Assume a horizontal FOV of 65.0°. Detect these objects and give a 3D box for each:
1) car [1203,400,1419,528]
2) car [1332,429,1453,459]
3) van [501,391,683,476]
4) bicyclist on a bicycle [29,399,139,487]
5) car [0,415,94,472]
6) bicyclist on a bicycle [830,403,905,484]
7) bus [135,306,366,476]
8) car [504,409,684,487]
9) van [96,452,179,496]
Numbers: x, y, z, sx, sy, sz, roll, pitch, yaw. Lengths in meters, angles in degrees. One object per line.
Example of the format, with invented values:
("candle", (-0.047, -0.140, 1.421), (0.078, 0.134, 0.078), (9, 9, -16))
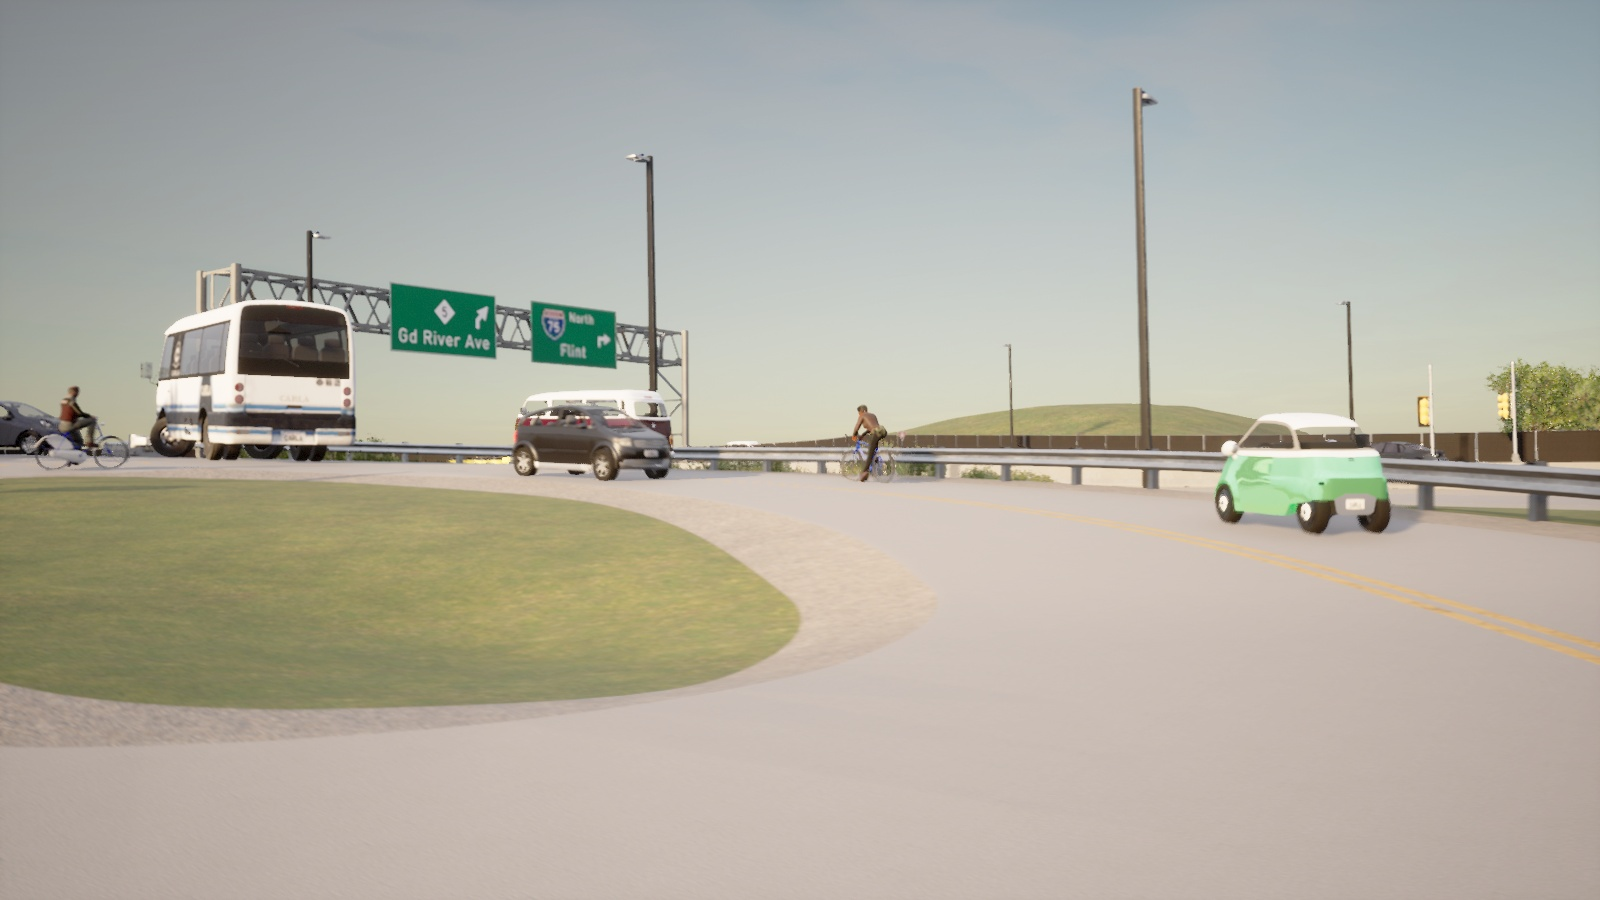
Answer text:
("car", (6.039, 0.123, 15.045), (1.481, 1.376, 2.207), (-2, 2, -7))
("car", (29.795, -0.264, 63.373), (2.033, 1.411, 5.357), (-2, 0, -27))
("van", (-5.396, -0.412, 32.340), (4.480, 2.038, 2.069), (1, 1, 36))
("bicyclist on a bicycle", (-14.904, -0.170, 26.184), (0.659, 1.776, 1.843), (1, 2, 37))
("car", (-21.556, -0.178, 34.223), (3.633, 1.501, 1.845), (0, 0, 5))
("bicyclist on a bicycle", (1.389, -0.138, 26.116), (0.582, 1.620, 1.656), (-2, 1, -38))
("bus", (-16.324, -1.560, 36.685), (3.944, 4.253, 10.273), (0, 1, -37))
("car", (-4.432, -0.080, 26.819), (3.705, 1.549, 1.789), (1, 1, 39))
("van", (-31.169, 1.119, 59.066), (4.442, 1.987, 1.775), (-1, -1, 38))
